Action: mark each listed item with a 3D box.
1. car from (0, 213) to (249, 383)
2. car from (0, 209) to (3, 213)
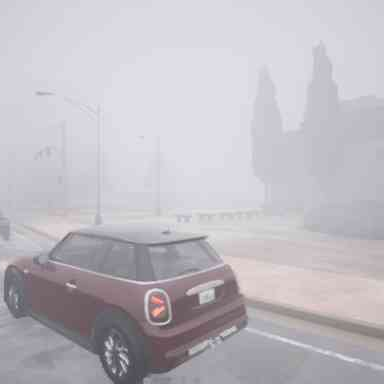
[{"bbox_3d":[-1.393,1.352,5.663,4.553,1.767,2.097,0,0,42],"label":"car"},{"bbox_3d":[-10.030,1.491,15.987,2.128,1.511,4.902,0,0,-37],"label":"car"}]
